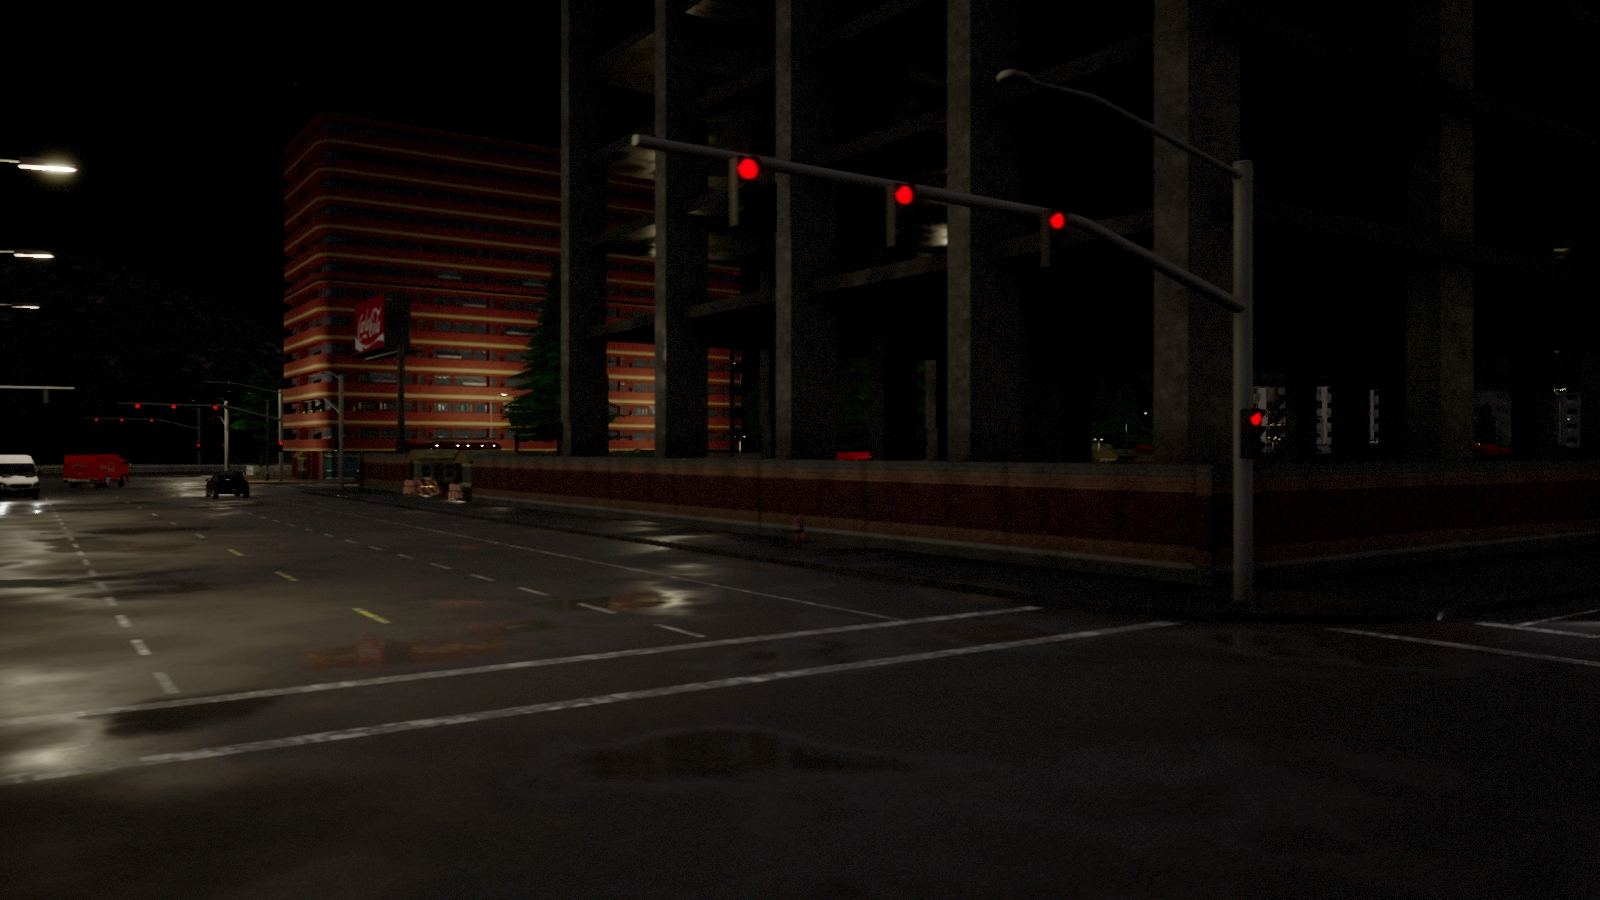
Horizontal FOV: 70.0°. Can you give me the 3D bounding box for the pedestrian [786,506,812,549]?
[{"bbox_3d":[-0.033,2.075,30.578,0.500,1.100,0.500,0,0,-34],"label":"pedestrian"}]
